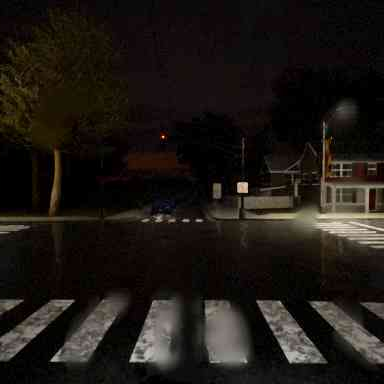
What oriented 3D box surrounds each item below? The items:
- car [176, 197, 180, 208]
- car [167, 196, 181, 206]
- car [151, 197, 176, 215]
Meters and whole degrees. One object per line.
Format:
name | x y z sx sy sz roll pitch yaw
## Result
car | -2.933 1.460 44.119 1.837 1.490 4.892 0 0 0
car | -2.889 1.484 54.747 2.033 1.411 5.357 0 0 0
car | -2.973 1.447 33.816 1.882 1.535 5.008 0 0 0
